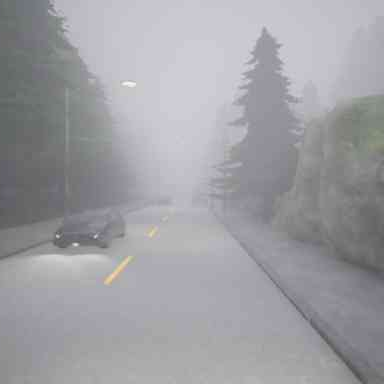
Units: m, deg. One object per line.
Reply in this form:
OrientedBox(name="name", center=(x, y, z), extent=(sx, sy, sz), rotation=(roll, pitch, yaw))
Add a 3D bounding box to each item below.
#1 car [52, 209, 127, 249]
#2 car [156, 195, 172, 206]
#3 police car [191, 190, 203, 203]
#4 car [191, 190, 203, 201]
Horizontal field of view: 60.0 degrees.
OrientedBox(name="car", center=(-4.085, 1.445, 14.322), extent=(2.033, 1.411, 5.357), rotation=(0, 0, 0))
OrientedBox(name="car", center=(-3.984, 1.137, 47.989), extent=(1.882, 1.535, 5.008), rotation=(0, 1, 0))
OrientedBox(name="police car", center=(1.154, 0.974, 56.232), extent=(1.930, 1.638, 5.238), rotation=(-4, 0, 0))
OrientedBox(name="car", center=(1.021, 0.700, 66.152), extent=(2.150, 2.045, 5.566), rotation=(-3, 0, 0))
